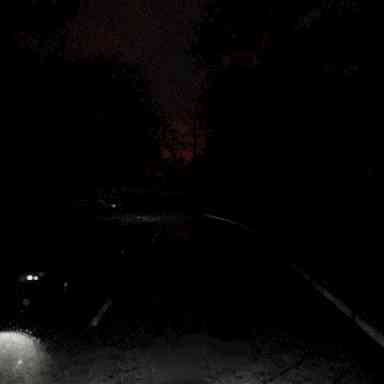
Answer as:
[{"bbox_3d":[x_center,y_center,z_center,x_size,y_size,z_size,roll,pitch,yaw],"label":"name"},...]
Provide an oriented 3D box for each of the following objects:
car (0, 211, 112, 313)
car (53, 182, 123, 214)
[{"bbox_3d":[-3.321,1.361,7.212,1.994,1.385,4.181,0,2,0],"label":"car"},{"bbox_3d":[-7.247,0.391,22.943,5.566,2.045,2.150,4,2,35],"label":"car"}]
